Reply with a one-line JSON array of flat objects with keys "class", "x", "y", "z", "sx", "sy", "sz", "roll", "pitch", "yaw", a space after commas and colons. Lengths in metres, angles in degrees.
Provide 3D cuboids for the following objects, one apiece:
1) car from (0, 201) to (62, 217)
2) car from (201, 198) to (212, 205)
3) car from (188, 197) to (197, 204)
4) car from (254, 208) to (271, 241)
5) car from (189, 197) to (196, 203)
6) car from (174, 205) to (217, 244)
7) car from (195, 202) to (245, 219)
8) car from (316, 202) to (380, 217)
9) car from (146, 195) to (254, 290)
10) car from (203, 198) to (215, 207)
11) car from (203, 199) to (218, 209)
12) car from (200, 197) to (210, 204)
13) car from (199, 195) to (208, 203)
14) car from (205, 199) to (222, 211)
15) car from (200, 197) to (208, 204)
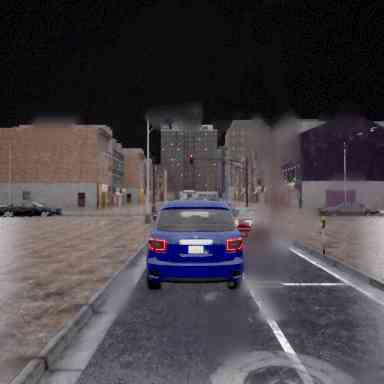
[{"class": "car", "x": -13.941, "y": 1.515, "z": 28.914, "sx": 5.008, "sy": 1.535, "sz": 1.882, "roll": -1, "pitch": -2, "yaw": 0}, {"class": "car", "x": 2.740, "y": 1.846, "z": 65.324, "sx": 1.947, "sy": 1.339, "sz": 4.313, "roll": 1, "pitch": -1, "yaw": 0}, {"class": "car", "x": 0.100, "y": 1.889, "z": 74.252, "sx": 2.128, "sy": 1.511, "sz": 4.902, "roll": 0, "pitch": -1, "yaw": 0}, {"class": "car", "x": 2.682, "y": 1.462, "z": 16.829, "sx": 1.967, "sy": 1.590, "sz": 4.097, "roll": 2, "pitch": 0, "yaw": 0}, {"class": "car", "x": 0.112, "y": 1.970, "z": 84.401, "sx": 1.837, "sy": 1.490, "sz": 4.892, "roll": 0, "pitch": -1, "yaw": 0}, {"class": "car", "x": 0.118, "y": 1.500, "z": 17.015, "sx": 1.882, "sy": 1.535, "sz": 5.008, "roll": 0, "pitch": 0, "yaw": -1}, {"class": "car", "x": 2.359, "y": 1.558, "z": 28.778, "sx": 4.181, "sy": 1.385, "sz": 1.994, "roll": 0, "pitch": -1, "yaw": 0}, {"class": "car", "x": 14.755, "y": 1.621, "z": 31.607, "sx": 5.357, "sy": 1.411, "sz": 2.033, "roll": 0, "pitch": -2, "yaw": 3}, {"class": "car", "x": 0.052, "y": 1.230, "z": 9.227, "sx": 2.150, "sy": 2.045, "sz": 5.566, "roll": 0, "pitch": 0, "yaw": -1}, {"class": "car", "x": 2.728, "y": 1.716, "z": 54.619, "sx": 1.752, "sy": 1.417, "sz": 4.829, "roll": 1, "pitch": 0, "yaw": 0}, {"class": "car", "x": 2.719, "y": 1.717, "z": 49.012, "sx": 1.947, "sy": 1.339, "sz": 4.313, "roll": 1, "pitch": 0, "yaw": 0}, {"class": "car", "x": 2.749, "y": 1.858, "z": 70.932, "sx": 1.752, "sy": 1.417, "sz": 4.829, "roll": 1, "pitch": -1, "yaw": 0}, {"class": "car", "x": 2.767, "y": 1.755, "z": 81.640, "sx": 2.192, "sy": 1.841, "sz": 5.009, "roll": 1, "pitch": -1, "yaw": 0}, {"class": "car", "x": 2.713, "y": 1.684, "z": 43.576, "sx": 1.947, "sy": 1.339, "sz": 4.313, "roll": 1, "pitch": 0, "yaw": 0}, {"class": "car", "x": 2.756, "y": 1.911, "z": 76.369, "sx": 1.752, "sy": 1.417, "sz": 4.829, "roll": 1, "pitch": -1, "yaw": 0}]
